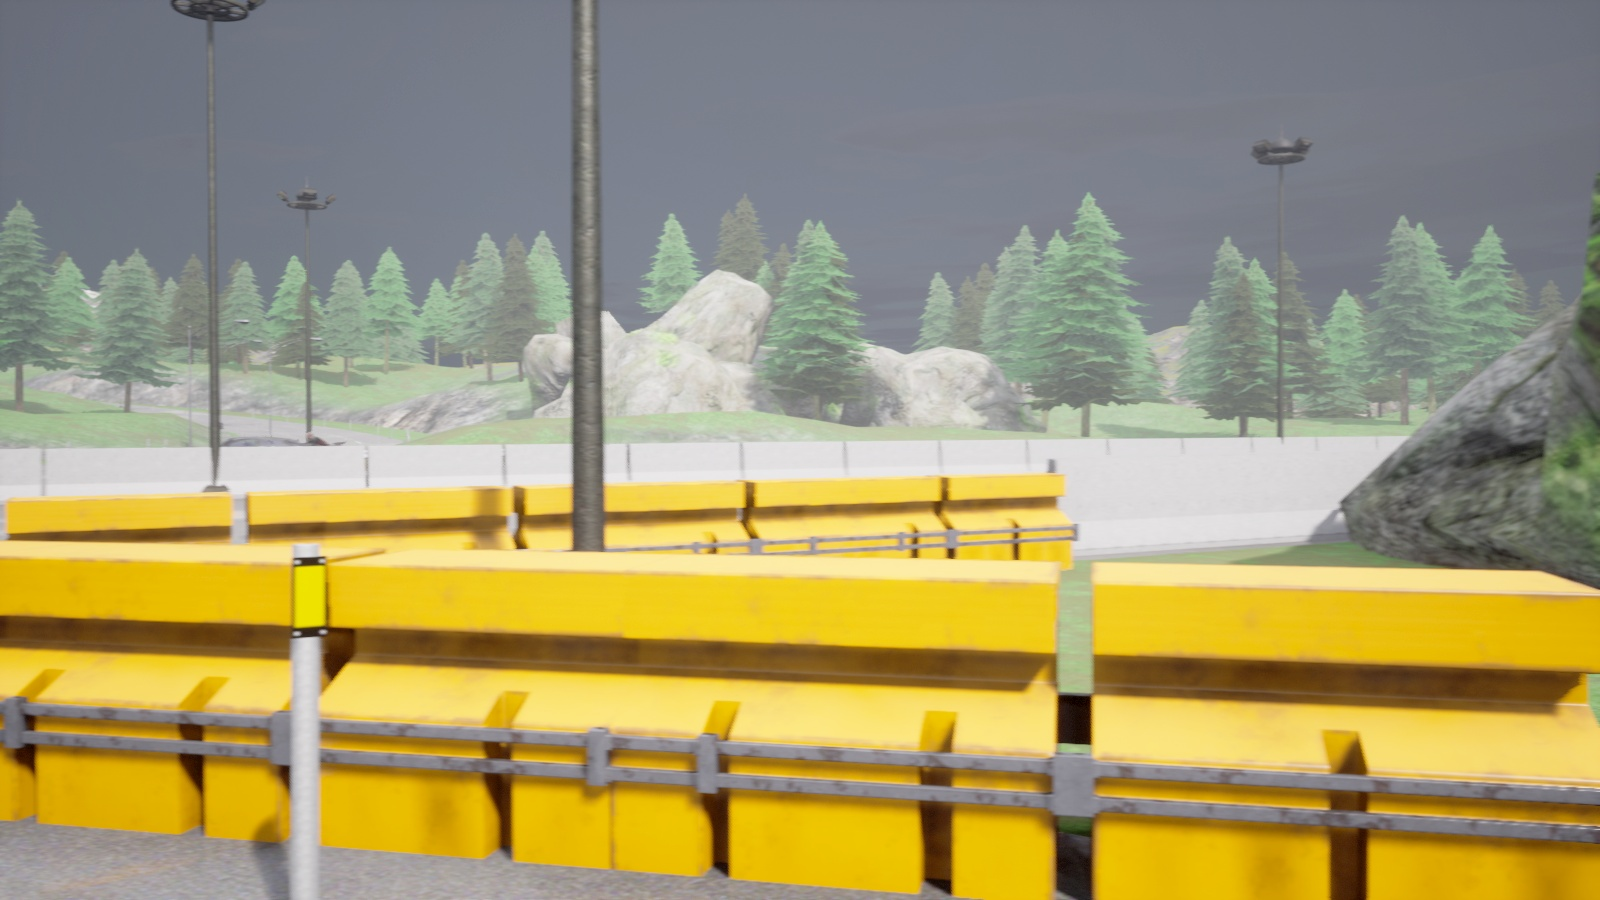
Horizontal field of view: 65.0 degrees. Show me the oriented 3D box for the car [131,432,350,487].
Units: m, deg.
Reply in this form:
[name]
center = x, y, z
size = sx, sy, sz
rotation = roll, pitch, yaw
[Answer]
[car]
center = -15.398, 0.216, 34.630
size = 5.357, 1.411, 2.033
rotation = 0, 1, -29
